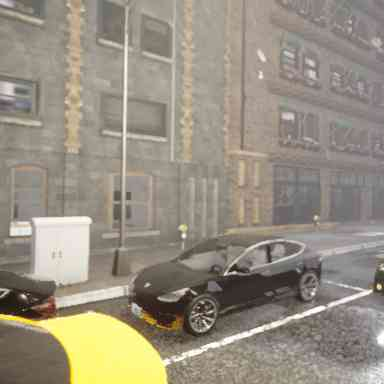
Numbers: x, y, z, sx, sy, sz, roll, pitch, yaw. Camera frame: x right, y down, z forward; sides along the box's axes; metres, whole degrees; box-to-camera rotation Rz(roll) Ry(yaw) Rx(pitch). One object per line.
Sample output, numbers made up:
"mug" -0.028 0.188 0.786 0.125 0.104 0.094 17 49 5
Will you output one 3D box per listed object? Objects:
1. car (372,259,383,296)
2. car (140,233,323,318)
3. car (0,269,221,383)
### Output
"car" 5.728 1.560 7.152 4.181 1.385 1.994 0 0 -36
"car" 0.874 1.564 6.703 4.313 1.339 1.947 0 1 -35
"car" -2.429 1.479 1.337 5.008 1.535 1.882 0 0 -35
